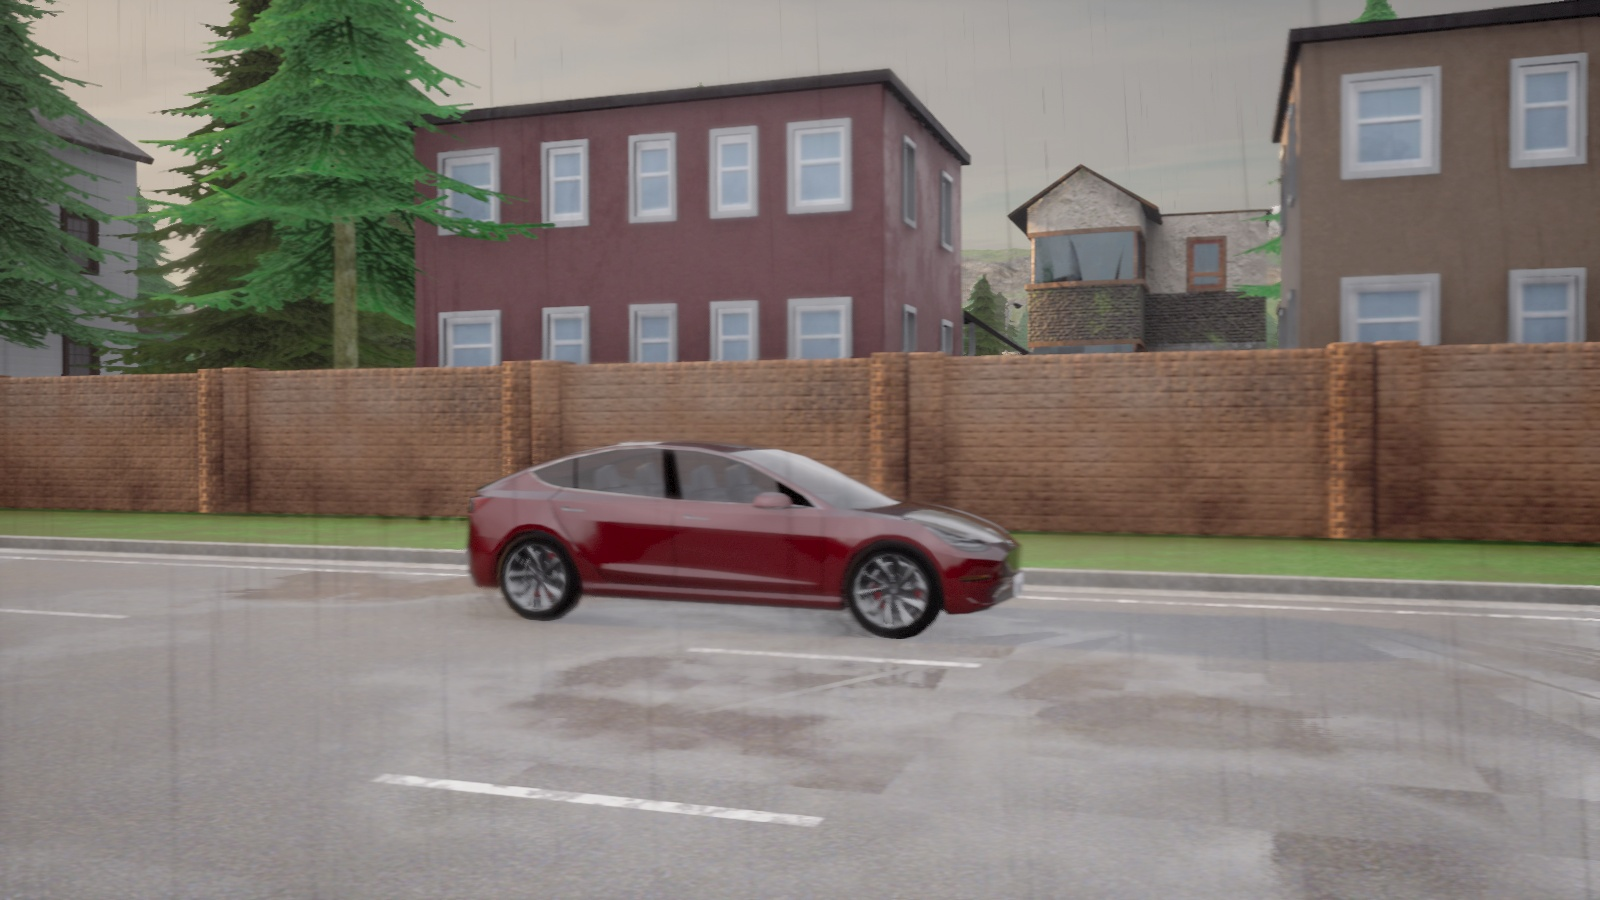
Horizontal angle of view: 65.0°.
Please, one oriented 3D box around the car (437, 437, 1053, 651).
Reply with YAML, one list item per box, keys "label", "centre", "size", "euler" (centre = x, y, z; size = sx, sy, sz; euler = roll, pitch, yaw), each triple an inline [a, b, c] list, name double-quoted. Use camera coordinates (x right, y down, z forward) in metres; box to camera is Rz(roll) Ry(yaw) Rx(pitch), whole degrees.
- label: "car"
  centre: [-0.409, 0.652, 10.714]
  size: [4.792, 1.488, 2.163]
  euler: [1, 1, 19]
